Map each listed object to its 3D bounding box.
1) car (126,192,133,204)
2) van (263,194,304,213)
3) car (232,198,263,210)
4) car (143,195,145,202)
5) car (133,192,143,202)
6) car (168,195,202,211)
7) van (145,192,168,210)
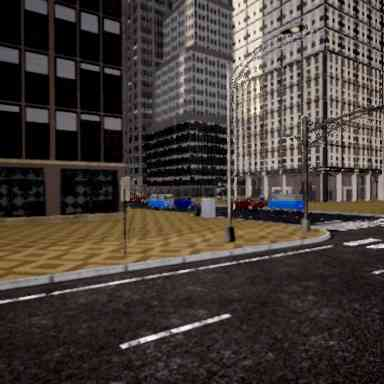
[{"bbox_3d":[-12.528,1.205,56.784,2.128,1.511,4.902,-1,1,-34],"label":"car"},{"bbox_3d":[9.694,1.143,34.300,1.690,1.788,3.998,0,0,-34],"label":"van"},{"bbox_3d":[6.517,1.321,38.838,1.887,1.381,4.507,0,0,-34],"label":"car"},{"bbox_3d":[-5.915,0.985,57.174,2.192,1.841,5.009,0,0,-34],"label":"car"},{"bbox_3d":[-9.018,1.188,61.763,1.887,1.381,4.507,0,0,-34],"label":"car"},{"bbox_3d":[-0.449,1.294,38.762,1.882,1.535,5.008,-1,1,-34],"label":"car"},{"bbox_3d":[-3.546,1.176,38.714,1.690,1.788,3.998,0,0,-34],"label":"van"}]
